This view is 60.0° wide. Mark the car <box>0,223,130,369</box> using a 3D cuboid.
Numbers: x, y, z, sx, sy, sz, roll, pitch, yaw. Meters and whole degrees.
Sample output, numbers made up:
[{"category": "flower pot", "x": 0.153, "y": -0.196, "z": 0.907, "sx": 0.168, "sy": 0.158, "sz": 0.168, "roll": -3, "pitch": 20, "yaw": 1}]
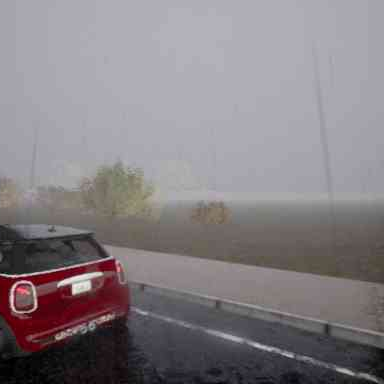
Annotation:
[{"category": "car", "x": -3.273, "y": 1.349, "z": 5.897, "sx": 4.553, "sy": 1.767, "sz": 2.097, "roll": 0, "pitch": 0, "yaw": 36}]
